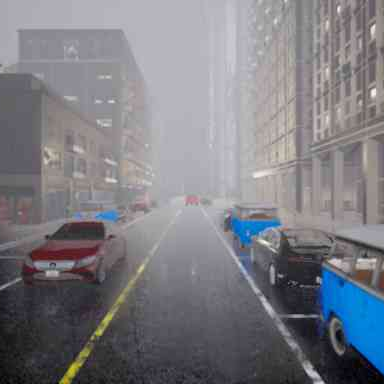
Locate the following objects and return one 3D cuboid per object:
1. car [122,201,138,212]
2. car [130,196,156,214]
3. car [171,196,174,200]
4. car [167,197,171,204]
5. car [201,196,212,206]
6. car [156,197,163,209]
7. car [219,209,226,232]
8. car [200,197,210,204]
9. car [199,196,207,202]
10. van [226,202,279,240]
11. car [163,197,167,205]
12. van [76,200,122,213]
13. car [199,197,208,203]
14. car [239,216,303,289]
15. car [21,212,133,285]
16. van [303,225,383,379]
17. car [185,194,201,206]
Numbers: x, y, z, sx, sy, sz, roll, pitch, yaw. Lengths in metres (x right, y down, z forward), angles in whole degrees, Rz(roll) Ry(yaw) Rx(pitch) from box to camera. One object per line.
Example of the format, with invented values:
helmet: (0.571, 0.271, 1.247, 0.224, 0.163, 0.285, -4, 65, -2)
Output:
car: (-5.700, 1.659, 25.976, 1.802, 1.307, 4.206, 0, 0, 0)
car: (-5.705, 1.428, 37.274, 2.192, 1.841, 5.009, 0, 0, 0)
car: (-5.722, 1.798, 76.814, 1.887, 1.381, 4.507, 0, 0, 0)
car: (-5.717, 1.734, 65.346, 1.752, 1.417, 4.829, 0, 0, 0)
car: (2.665, 1.770, 59.871, 1.802, 1.307, 4.206, 0, 0, 0)
car: (-5.710, 1.716, 48.571, 1.947, 1.339, 4.313, 0, 0, 0)
car: (2.682, 1.624, 20.331, 1.947, 1.339, 4.313, 0, 0, 0)
car: (2.661, 1.796, 71.168, 1.947, 1.339, 4.313, 0, 0, 0)
car: (2.655, 1.714, 82.465, 1.967, 1.590, 4.097, 0, 0, 0)
van: (2.685, 1.383, 14.683, 1.690, 1.788, 3.998, 0, 0, 0)
car: (-5.712, 1.720, 54.219, 2.008, 1.369, 4.403, 0, 0, 0)
van: (-5.698, 1.401, 20.328, 1.690, 1.788, 3.998, 0, 0, 0)
car: (2.657, 1.834, 76.817, 1.802, 1.307, 4.206, 0, 0, 0)
car: (2.687, 1.576, 9.034, 2.008, 1.369, 4.403, 0, 0, 0)
car: (-3.088, 1.554, 9.714, 1.812, 1.442, 4.674, 0, 0, 0)
van: (2.690, 1.350, 3.386, 1.690, 1.788, 3.998, 0, 0, 0)
car: (-0.024, 1.402, 57.607, 2.150, 2.045, 5.566, 0, 0, 0)
